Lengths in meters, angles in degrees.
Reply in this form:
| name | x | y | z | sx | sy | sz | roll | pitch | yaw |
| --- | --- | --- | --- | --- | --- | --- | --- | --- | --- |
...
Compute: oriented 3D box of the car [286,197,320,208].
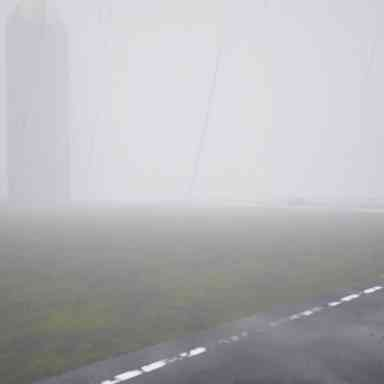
| name | x | y | z | sx | sy | sz | roll | pitch | yaw |
| --- | --- | --- | --- | --- | --- | --- | --- | --- | --- |
| car | 14.943 | 1.384 | 44.957 | 1.812 | 1.442 | 4.674 | -1 | 1 | -39 |
